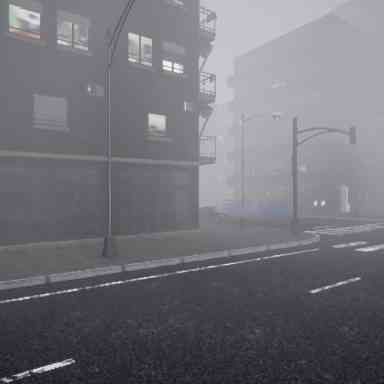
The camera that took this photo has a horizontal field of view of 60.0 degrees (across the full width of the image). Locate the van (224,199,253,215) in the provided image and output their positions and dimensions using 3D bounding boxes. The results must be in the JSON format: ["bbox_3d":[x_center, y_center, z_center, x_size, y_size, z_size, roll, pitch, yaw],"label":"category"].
[{"bbox_3d":[5.200,1.680,38.091,1.690,1.788,3.998,-1,0,-36],"label":"van"}]

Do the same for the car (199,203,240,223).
[{"bbox_3d":[1.780,1.877,28.657,1.802,1.307,4.206,-1,0,-36],"label":"car"}]

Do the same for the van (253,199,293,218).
[{"bbox_3d":[8.517,1.606,33.577,1.690,1.788,3.998,-1,0,-36],"label":"van"}]

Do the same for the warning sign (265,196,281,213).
[{"bbox_3d":[9.007,1.404,36.966,1.300,1.860,1.060,1,0,-36],"label":"warning sign"}]
